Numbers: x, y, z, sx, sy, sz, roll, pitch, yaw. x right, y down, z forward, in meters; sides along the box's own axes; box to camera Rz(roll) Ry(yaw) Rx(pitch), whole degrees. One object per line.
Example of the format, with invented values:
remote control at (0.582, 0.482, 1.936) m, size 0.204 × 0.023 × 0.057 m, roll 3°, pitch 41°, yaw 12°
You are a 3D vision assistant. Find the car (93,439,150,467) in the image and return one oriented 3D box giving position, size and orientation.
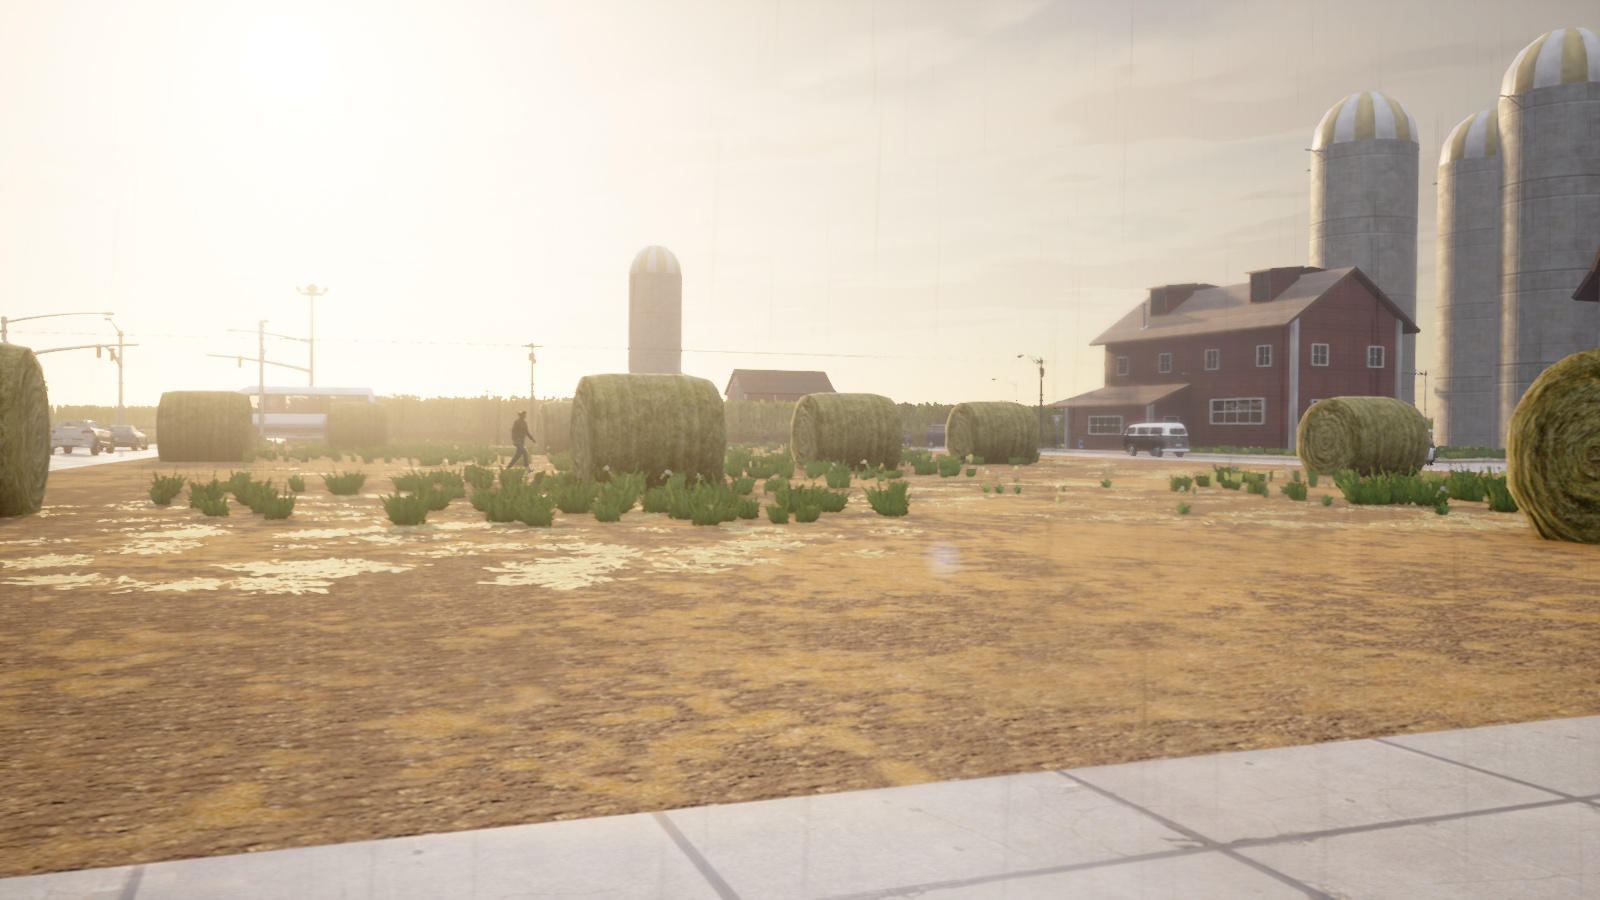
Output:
car at (-36.806, 0.135, 68.258) m, size 1.994 × 1.385 × 4.181 m, roll -1°, pitch 1°, yaw -18°

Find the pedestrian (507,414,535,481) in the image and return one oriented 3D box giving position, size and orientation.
pedestrian at (-7.666, -0.068, 34.496) m, size 0.614 × 1.847 × 0.353 m, roll 0°, pitch 1°, yaw 23°

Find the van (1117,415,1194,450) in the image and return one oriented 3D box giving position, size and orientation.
van at (21.249, -1.063, 75.239) m, size 2.069 × 2.038 × 4.480 m, roll -1°, pitch 1°, yaw -22°

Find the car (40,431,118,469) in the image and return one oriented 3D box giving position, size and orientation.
car at (-33.823, -0.032, 59.054) m, size 2.152 × 1.651 × 5.027 m, roll -1°, pitch 1°, yaw -18°

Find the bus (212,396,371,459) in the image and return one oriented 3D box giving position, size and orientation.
bus at (-36.189, -1.647, 89.862) m, size 10.273 × 4.253 × 3.944 m, roll -1°, pitch 1°, yaw -19°
